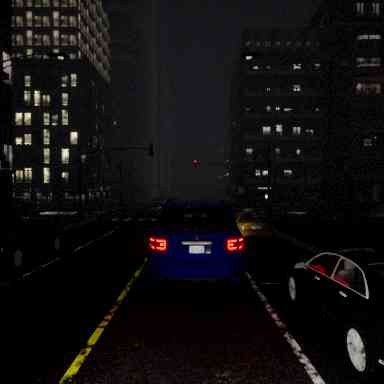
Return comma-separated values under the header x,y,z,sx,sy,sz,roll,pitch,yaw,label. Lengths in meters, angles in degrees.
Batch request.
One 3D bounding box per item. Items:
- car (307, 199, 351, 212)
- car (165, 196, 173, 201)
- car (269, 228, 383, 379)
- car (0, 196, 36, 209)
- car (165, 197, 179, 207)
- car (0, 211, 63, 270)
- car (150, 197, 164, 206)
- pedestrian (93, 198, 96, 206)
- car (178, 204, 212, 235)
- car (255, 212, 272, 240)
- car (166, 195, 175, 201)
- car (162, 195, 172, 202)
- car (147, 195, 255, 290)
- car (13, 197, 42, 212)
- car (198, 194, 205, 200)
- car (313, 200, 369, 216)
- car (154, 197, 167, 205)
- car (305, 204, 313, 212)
x,y,z,sx,sy,sz,roll,pitch,yaw,label
16.308,1.622,39.737,4.403,1.369,2.008,0,0,1,car
-5.712,1.567,82.828,1.802,1.307,4.206,-1,0,0,car
2.806,1.549,5.313,2.008,1.369,4.403,-1,0,0,car
-21.667,1.274,40.230,4.829,1.417,1.752,0,0,1,car
-3.099,1.552,52.681,1.994,1.385,4.181,0,0,0,car
-5.834,1.541,11.014,1.887,1.381,4.507,-1,0,0,car
-5.710,1.513,54.386,1.752,1.417,4.829,-1,0,0,car
-12.555,1.299,43.079,0.500,1.100,0.500,0,0,1,pedestrian
0.095,1.520,19.737,1.812,1.442,4.674,0,0,-2,car
2.804,1.521,16.772,1.752,1.417,4.829,-1,0,0,car
-5.714,1.529,88.483,1.887,1.381,4.507,-1,0,0,car
-5.712,1.530,77.174,1.887,1.381,4.507,-1,0,0,car
0.095,1.219,9.226,2.150,2.045,5.566,0,0,0,car
-17.821,1.442,34.417,4.181,1.385,1.994,0,1,1,car
2.664,1.424,94.139,1.967,1.590,4.097,-1,0,0,car
15.320,1.760,33.965,4.718,1.301,1.895,0,1,1,car
-5.710,1.553,60.210,1.947,1.339,4.313,-1,0,0,car
15.525,1.655,37.156,5.357,1.411,2.033,0,1,1,car
